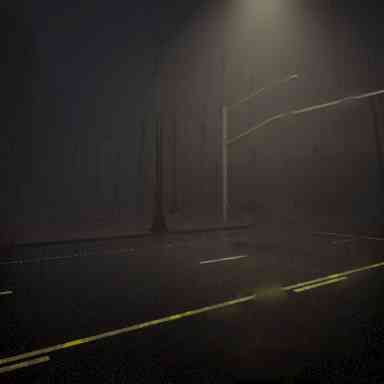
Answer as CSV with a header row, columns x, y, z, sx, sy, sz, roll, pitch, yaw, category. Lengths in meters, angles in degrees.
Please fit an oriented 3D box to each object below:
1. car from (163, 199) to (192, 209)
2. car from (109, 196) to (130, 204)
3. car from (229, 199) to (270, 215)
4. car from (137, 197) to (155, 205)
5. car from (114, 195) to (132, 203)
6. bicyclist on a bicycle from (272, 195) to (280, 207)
x,y,z,sx,sy,sz,roll,pitch,yaw,category
-1.971,1.600,45.563,1.895,1.301,4.718,0,0,-35,car
-13.855,1.478,62.368,1.882,1.535,5.008,0,0,-35,car
5.896,1.491,34.539,2.128,1.511,4.902,0,0,-36,car
-8.559,1.564,61.070,1.994,1.385,4.181,0,0,-35,car
-14.367,1.468,69.122,1.812,1.442,4.674,0,0,-36,car
11.543,1.303,45.535,1.656,1.620,0.582,0,0,-36,bicyclist on a bicycle
